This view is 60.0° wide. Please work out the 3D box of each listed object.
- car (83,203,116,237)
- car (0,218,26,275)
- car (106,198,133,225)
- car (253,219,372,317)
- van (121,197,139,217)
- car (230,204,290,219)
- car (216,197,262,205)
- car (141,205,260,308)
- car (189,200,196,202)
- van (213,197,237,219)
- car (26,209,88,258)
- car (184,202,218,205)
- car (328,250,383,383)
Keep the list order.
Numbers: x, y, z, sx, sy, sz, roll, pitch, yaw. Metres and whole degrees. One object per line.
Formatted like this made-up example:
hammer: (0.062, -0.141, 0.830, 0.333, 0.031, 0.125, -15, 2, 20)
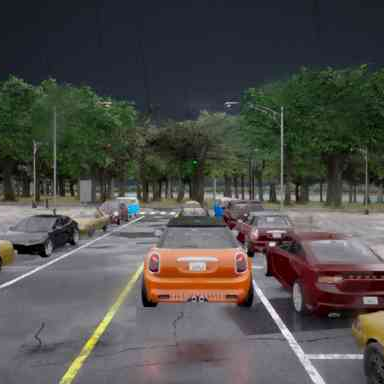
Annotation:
car: (-5.747, 1.527, 18.092, 1.752, 1.417, 4.829, 0, 0, 0)
car: (-5.758, 1.525, 7.217, 1.752, 1.417, 4.829, 0, 0, 0)
car: (-5.742, 1.443, 23.699, 1.967, 1.590, 4.097, 0, 0, 0)
car: (2.768, 1.545, 7.378, 1.887, 1.381, 4.507, 0, 0, 0)
van: (-5.737, 1.345, 29.137, 1.690, 1.788, 3.998, 0, 0, 0)
car: (2.773, 1.441, 12.816, 1.967, 1.590, 4.097, 0, 0, 0)
car: (2.778, 1.317, 18.254, 2.192, 1.841, 5.009, 0, 0, 0)
car: (0.106, 1.352, 8.081, 2.097, 1.767, 4.553, 0, 0, 0)
car: (0.025, 1.460, 27.516, 1.801, 1.575, 5.366, 0, 0, 1)
van: (2.789, 1.346, 29.129, 1.690, 1.788, 3.998, 0, 0, 0)
car: (-5.752, 1.567, 12.824, 1.947, 1.339, 4.313, 0, 0, 0)
car: (0.114, 1.494, 17.356, 2.128, 1.511, 4.902, 0, 0, 0)
car: (2.763, 1.525, 2.110, 1.752, 1.417, 4.829, 0, 0, 0)
